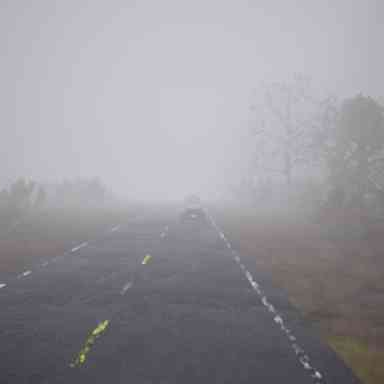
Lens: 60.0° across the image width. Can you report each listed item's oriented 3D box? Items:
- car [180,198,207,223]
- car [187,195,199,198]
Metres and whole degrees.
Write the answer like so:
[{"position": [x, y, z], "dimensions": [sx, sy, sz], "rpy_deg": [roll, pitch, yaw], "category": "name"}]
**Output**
[{"position": [0.103, 1.424, 24.173], "dimensions": [1.812, 1.442, 4.674], "rpy_deg": [0, 0, 0], "category": "car"}, {"position": [0.105, 1.178, 41.269], "dimensions": [2.097, 1.767, 4.553], "rpy_deg": [0, 0, 0], "category": "car"}]
